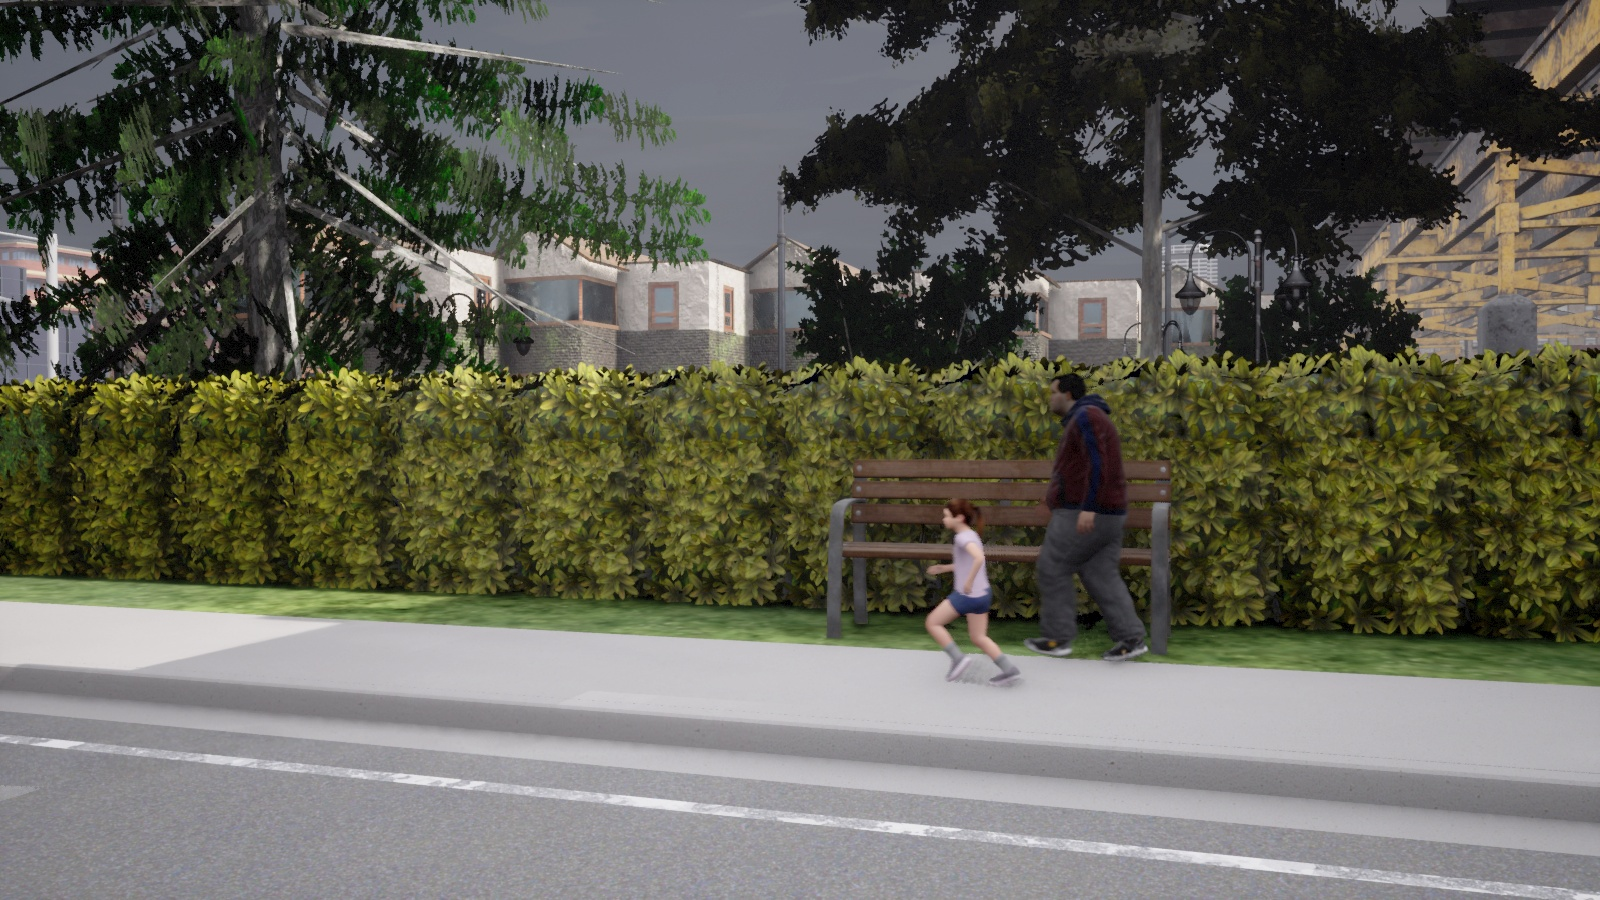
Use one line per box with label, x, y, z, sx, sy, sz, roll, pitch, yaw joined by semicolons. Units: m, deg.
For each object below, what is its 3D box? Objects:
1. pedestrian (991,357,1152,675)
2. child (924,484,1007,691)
pedestrian;1.676;0.374;7.710;0.899;1.844;0.634;1;1;18
child;0.928;0.755;7.032;0.394;1.110;0.255;1;1;24
